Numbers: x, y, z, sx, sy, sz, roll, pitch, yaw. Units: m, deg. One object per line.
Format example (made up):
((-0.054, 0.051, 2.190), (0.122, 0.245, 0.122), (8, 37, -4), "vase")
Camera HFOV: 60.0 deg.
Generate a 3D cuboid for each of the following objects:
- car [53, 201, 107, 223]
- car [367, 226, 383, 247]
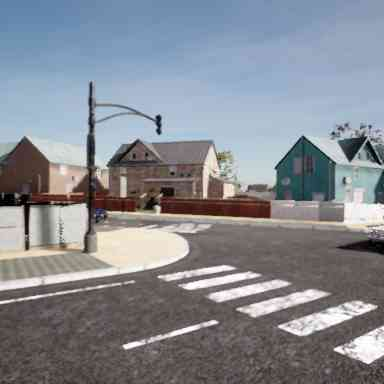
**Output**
((-7.706, 1.255, 20.706), (4.718, 1.301, 1.895), (1, 0, 19), "car")
((9.556, 1.763, 14.349), (4.718, 1.301, 1.895), (2, 1, -36), "car")
